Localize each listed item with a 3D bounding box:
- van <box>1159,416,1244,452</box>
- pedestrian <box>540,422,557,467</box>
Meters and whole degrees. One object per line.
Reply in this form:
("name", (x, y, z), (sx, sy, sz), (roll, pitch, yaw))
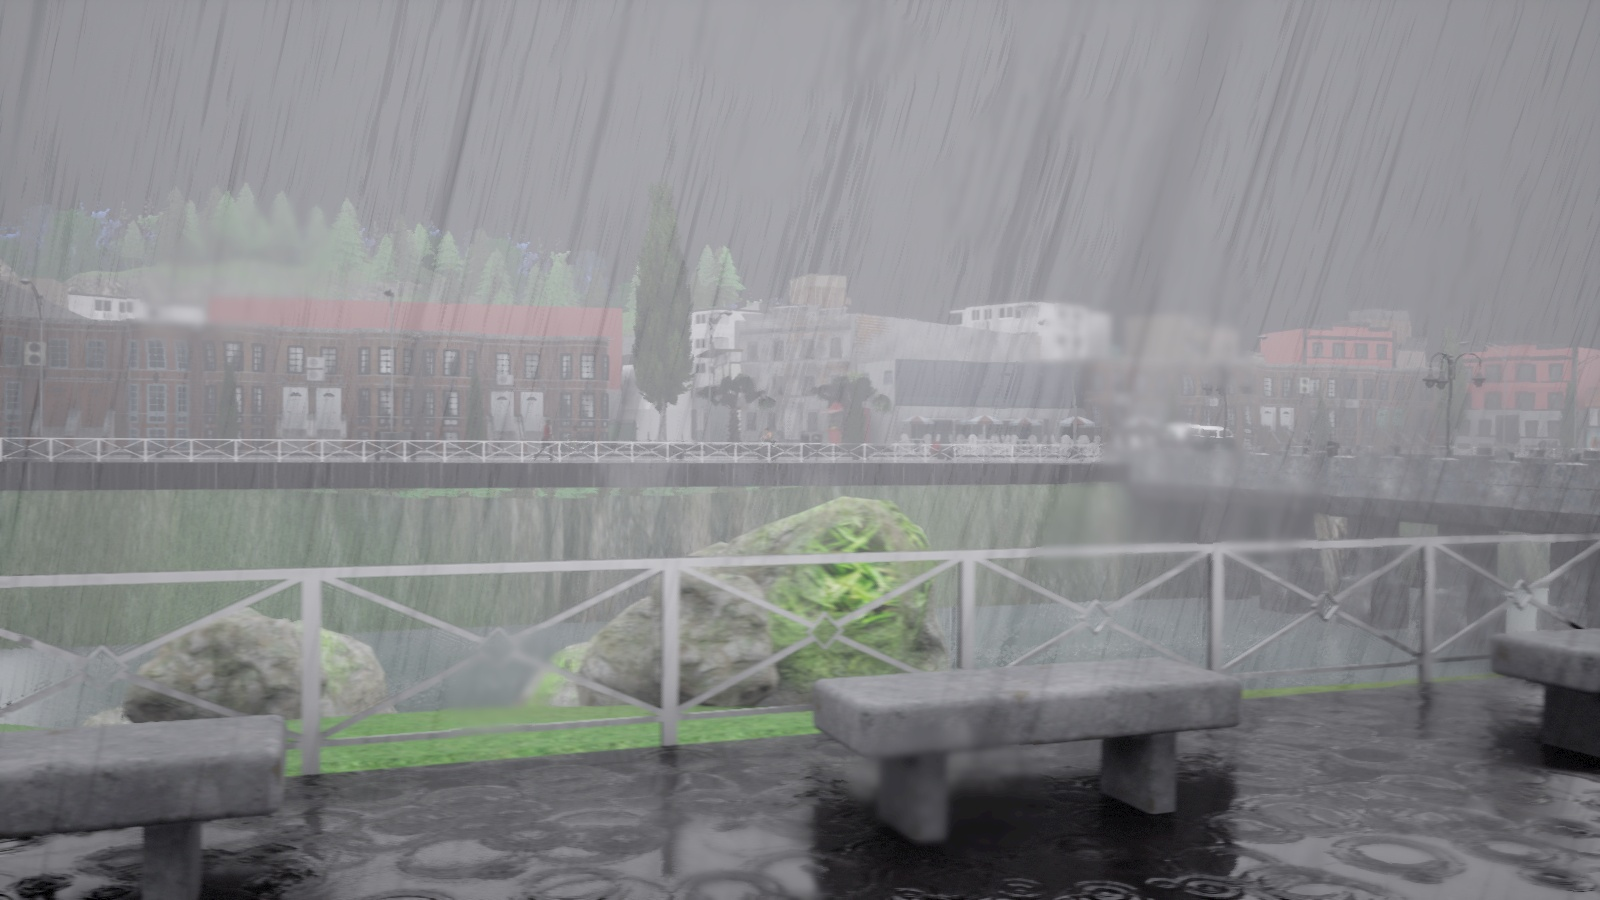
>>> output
("van", (23.829, -0.949, 74.510), (4.480, 2.038, 2.069), (-1, 1, -21))
("pedestrian", (-10.587, -0.235, 52.926), (0.636, 1.846, 0.331), (-1, 1, -23))
